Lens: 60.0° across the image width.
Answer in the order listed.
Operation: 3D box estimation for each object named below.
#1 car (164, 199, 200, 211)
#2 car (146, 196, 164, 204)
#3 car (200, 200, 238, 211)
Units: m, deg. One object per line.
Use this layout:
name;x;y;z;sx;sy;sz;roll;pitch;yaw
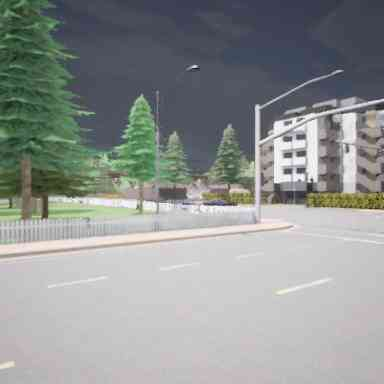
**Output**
car;-0.920;1.536;40.672;2.033;1.411;5.357;0;0;-34
car;-5.898;1.404;54.449;1.837;1.490;4.892;0;0;-34
car;3.467;1.588;40.429;1.895;1.301;4.718;0;0;-34
